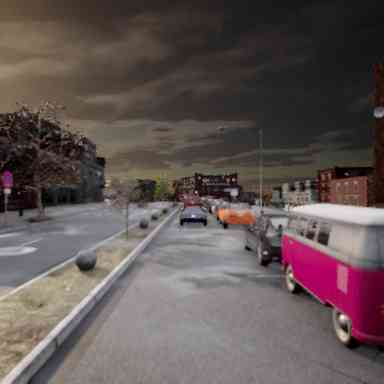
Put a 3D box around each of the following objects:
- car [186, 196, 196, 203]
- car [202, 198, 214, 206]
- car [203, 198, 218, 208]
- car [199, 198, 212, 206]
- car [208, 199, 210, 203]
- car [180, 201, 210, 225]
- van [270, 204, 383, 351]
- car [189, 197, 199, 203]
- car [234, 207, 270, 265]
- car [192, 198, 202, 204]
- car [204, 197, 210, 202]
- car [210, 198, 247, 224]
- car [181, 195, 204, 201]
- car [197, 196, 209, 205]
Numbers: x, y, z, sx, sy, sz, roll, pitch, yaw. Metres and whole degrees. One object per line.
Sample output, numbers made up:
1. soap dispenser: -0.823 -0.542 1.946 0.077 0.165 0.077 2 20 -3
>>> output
1. car: -0.303 2.142 94.646 2.185 1.767 4.553 0 -1 -9
2. car: 2.882 1.866 61.443 2.002 1.452 4.674 0 -1 -1
3. car: 2.994 1.761 55.897 2.231 1.521 4.892 0 -1 0
4. car: 2.651 1.896 66.987 2.097 1.535 5.008 0 -1 -2
5. car: 3.000 1.655 33.942 2.002 1.452 4.674 0 0 0
6. car: 0.102 1.648 25.069 1.994 1.385 4.181 0 0 0
7. van: 2.998 1.266 6.332 1.878 1.987 4.442 0 0 0
8. car: 0.538 2.177 89.071 2.231 1.521 4.892 0 -1 -7
9. car: 2.999 1.508 11.729 2.231 1.521 4.892 0 0 0
10. car: 1.225 2.146 83.694 2.002 1.452 4.674 0 -1 -6
11. car: 3.002 1.715 50.377 2.231 1.521 4.892 0 0 0
12. car: 3.000 1.456 28.267 2.185 1.767 4.553 0 0 0
13. car: 0.092 1.402 42.216 2.150 2.045 5.566 0 -1 0
14. car: 2.303 1.840 72.501 2.185 1.767 4.553 0 -1 -4
